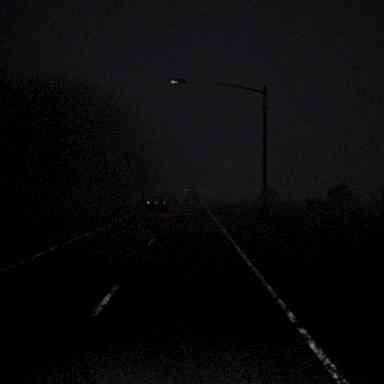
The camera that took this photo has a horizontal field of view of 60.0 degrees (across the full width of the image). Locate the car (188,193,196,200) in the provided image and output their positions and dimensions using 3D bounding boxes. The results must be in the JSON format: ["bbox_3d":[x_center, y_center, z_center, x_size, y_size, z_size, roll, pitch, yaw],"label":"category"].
[{"bbox_3d":[-0.004,0.942,73.696,1.812,1.442,4.674,0,0,0],"label":"car"}]

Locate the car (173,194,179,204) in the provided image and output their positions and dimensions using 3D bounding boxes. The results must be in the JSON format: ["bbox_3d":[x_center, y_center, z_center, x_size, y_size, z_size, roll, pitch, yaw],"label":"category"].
[{"bbox_3d":[-3.191,1.076,53.931,1.837,1.490,4.892,0,0,1],"label":"car"}]

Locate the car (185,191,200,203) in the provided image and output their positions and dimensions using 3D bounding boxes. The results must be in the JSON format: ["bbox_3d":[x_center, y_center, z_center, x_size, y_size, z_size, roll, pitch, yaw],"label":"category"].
[{"bbox_3d":[0.097,0.788,54.549,2.150,2.045,5.566,0,1,0],"label":"car"}]

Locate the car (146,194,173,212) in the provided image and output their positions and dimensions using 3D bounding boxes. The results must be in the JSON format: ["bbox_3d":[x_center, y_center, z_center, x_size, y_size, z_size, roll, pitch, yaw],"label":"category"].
[{"bbox_3d":[-3.403,1.080,34.058,2.097,1.767,4.553,0,0,0],"label":"car"}]
